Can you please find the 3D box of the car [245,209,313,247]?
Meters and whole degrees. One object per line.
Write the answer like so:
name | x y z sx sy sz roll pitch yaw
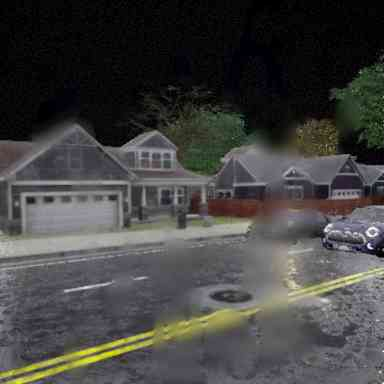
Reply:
car | 4.888 1.510 15.159 5.357 1.411 2.033 0 0 -36

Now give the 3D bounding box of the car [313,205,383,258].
car | 7.009 1.314 12.680 4.553 1.767 2.097 0 0 -36
